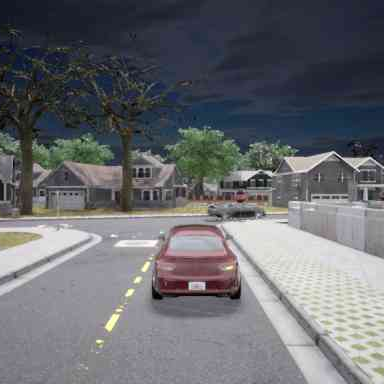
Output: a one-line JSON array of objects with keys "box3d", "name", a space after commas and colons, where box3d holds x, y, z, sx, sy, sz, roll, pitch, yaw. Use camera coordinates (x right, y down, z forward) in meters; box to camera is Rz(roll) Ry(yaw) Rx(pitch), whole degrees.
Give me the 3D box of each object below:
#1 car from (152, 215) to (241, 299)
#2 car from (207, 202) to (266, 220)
[{"box3d": [0.087, 1.527, 8.295, 1.812, 1.442, 4.674, 0, 0, 0], "name": "car"}, {"box3d": [3.569, 1.510, 26.454, 4.902, 1.511, 2.128, 0, 0, -21], "name": "car"}]
